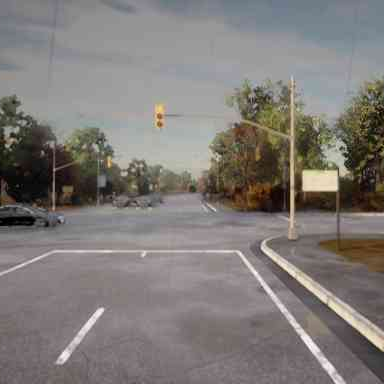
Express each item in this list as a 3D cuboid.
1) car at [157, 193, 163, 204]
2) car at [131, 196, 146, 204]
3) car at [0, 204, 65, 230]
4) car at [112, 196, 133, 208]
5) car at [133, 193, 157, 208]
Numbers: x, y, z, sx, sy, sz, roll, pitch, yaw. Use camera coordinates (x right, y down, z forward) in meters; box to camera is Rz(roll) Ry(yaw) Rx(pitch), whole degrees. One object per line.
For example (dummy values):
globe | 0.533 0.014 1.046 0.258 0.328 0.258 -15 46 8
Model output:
car | -6.949 1.288 65.572 2.150 2.045 5.566 0 0 1
car | -10.437 1.616 65.683 2.033 1.411 5.357 0 0 1
car | -10.561 1.536 20.949 4.902 1.511 2.128 0 0 3
car | -10.529 1.405 50.113 2.097 1.767 4.553 0 0 0
car | -7.030 1.405 50.097 2.097 1.767 4.553 0 0 0
